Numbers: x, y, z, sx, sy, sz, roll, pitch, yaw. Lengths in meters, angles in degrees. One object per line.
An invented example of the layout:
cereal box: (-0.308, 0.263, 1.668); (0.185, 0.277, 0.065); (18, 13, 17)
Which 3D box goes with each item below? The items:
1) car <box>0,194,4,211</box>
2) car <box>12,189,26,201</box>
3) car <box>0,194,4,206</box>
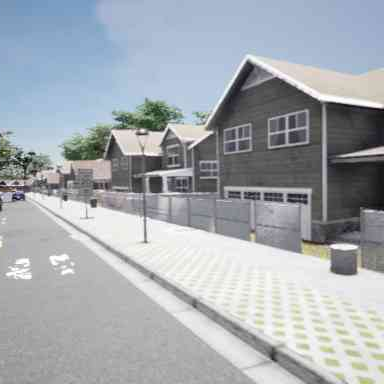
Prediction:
car: (-19.109, 0.739, 31.287); (2.150, 2.045, 5.566); (-2, 2, -28)
car: (-27.238, 0.594, 52.256); (1.882, 1.535, 5.008); (-2, 2, -28)
car: (-24.406, 0.964, 41.160); (1.895, 1.301, 4.718); (-2, 2, -28)
